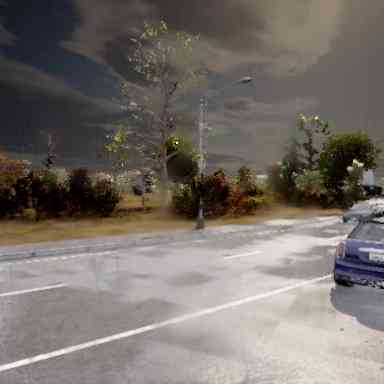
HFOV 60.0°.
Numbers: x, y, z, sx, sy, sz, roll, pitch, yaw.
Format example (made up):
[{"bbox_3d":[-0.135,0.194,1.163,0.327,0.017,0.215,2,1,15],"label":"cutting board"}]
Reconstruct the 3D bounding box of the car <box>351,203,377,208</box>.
[{"bbox_3d":[12.700,1.563,24.505,1.812,1.442,4.674,0,0,44],"label":"car"}]

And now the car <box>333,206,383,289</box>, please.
[{"bbox_3d":[5.462,1.367,8.196,4.553,1.767,2.097,0,0,-39],"label":"car"}]
